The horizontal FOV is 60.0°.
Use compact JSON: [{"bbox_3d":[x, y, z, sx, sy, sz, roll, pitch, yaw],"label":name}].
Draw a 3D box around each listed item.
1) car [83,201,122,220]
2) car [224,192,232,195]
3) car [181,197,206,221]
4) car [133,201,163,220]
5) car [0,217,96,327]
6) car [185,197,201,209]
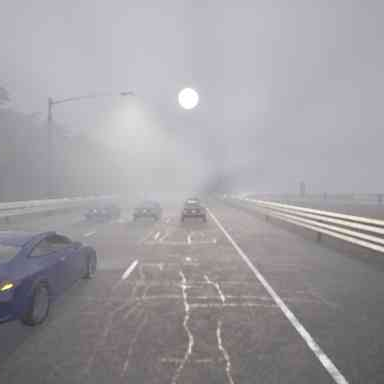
[{"bbox_3d":[-6.880,1.391,26.120,2.033,1.411,5.357,0,0,0],"label":"car"},{"bbox_3d":[9.730,0.792,93.318,1.994,1.385,4.181,0,0,-12],"label":"car"},{"bbox_3d":[0.121,1.395,25.478,2.033,1.411,5.357,0,0,0],"label":"car"},{"bbox_3d":[-3.379,1.391,26.153,2.033,1.411,5.357,0,0,0],"label":"car"},{"bbox_3d":[-3.405,1.484,6.807,1.812,1.442,4.674,0,0,0],"label":"car"},{"bbox_3d":[0.132,1.309,42.203,1.994,1.385,4.181,0,0,0],"label":"car"}]
